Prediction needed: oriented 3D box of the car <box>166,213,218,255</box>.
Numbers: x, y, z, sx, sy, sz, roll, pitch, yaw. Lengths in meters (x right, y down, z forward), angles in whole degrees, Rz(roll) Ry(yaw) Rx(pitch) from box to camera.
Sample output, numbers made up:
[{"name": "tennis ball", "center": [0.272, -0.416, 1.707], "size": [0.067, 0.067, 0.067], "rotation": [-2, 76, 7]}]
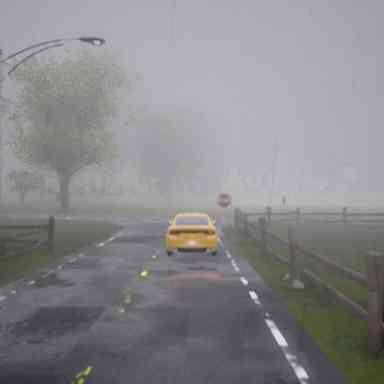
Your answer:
[{"name": "car", "center": [0.002, 1.607, 13.865], "size": [1.882, 1.535, 5.008], "rotation": [0, -1, 0]}]
